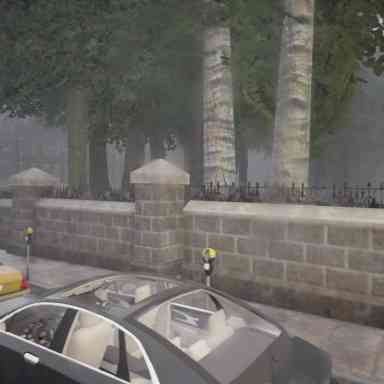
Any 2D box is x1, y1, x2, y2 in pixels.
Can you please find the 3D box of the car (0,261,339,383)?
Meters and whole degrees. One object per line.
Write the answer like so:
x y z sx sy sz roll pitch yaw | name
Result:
-0.857 1.551 3.405 4.403 1.369 2.008 0 1 36 | car
